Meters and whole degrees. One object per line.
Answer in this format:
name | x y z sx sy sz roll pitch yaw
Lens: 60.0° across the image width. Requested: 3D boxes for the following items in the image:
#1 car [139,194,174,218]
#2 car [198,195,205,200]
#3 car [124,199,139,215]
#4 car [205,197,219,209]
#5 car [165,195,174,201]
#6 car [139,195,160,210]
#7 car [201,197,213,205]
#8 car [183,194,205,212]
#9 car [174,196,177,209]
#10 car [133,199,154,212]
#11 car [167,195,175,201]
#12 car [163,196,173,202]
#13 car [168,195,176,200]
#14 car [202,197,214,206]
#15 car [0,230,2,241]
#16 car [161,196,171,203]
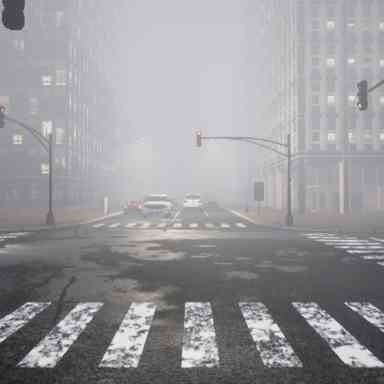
car | -3.094 1.233 30.313 2.150 2.045 5.566 0 0 0
car | 2.714 1.584 95.155 1.887 1.381 4.507 1 0 0
car | -5.671 1.453 33.748 1.967 1.590 4.097 1 0 0
car | 2.707 1.599 44.959 1.802 1.307 4.206 1 0 0
car | -5.668 1.578 83.924 1.887 1.381 4.507 1 0 0
car | -5.667 1.332 44.898 2.192 1.841 5.009 1 0 0
car | 2.710 1.590 61.692 1.947 1.339 4.313 1 0 0
car | 0.109 1.236 39.628 2.150 2.045 5.566 0 0 0
car | -3.094 1.541 40.235 1.812 1.442 4.674 0 0 0
car | -5.673 1.597 39.323 1.802 1.307 4.206 1 0 0
car | -5.667 1.587 89.499 2.008 1.369 4.403 1 0 0
car | -5.668 1.582 78.349 2.008 1.369 4.403 1 0 0
car | -5.667 1.605 95.075 1.947 1.339 4.313 1 0 0
car | 2.710 1.547 56.285 1.752 1.417 4.829 1 0 0
car | -9.914 1.543 13.090 4.181 1.385 1.994 0 -1 -8
car | -5.669 1.574 72.774 1.887 1.381 4.507 1 0 0
